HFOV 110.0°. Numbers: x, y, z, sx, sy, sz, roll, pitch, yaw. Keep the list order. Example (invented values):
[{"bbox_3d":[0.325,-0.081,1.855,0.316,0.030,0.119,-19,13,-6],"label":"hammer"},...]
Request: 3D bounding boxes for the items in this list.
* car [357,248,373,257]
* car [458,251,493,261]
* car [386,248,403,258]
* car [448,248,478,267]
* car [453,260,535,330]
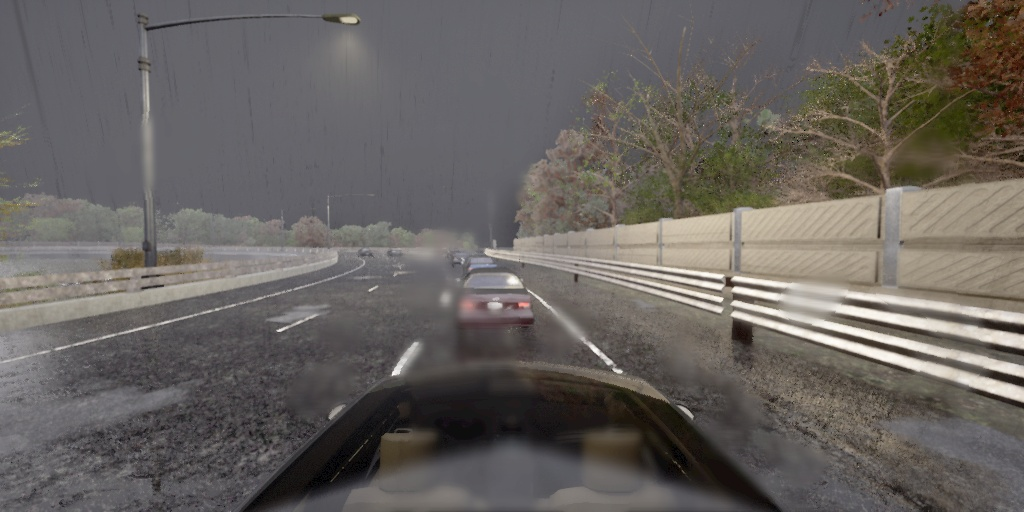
[{"bbox_3d":[-23.835,-0.570,58.033,1.812,1.442,4.674,-1,2,-32],"label":"car"},{"bbox_3d":[-1.939,0.652,21.257,2.033,1.411,5.357,0,2,-10],"label":"car"},{"bbox_3d":[-18.155,-0.523,55.318,2.128,1.511,4.902,-1,2,-29],"label":"car"},{"bbox_3d":[-4.773,0.248,33.527,2.033,1.411,5.357,0,2,-13],"label":"car"},{"bbox_3d":[-0.556,1.022,10.050,2.033,1.411,5.357,0,2,-5],"label":"car"}]
